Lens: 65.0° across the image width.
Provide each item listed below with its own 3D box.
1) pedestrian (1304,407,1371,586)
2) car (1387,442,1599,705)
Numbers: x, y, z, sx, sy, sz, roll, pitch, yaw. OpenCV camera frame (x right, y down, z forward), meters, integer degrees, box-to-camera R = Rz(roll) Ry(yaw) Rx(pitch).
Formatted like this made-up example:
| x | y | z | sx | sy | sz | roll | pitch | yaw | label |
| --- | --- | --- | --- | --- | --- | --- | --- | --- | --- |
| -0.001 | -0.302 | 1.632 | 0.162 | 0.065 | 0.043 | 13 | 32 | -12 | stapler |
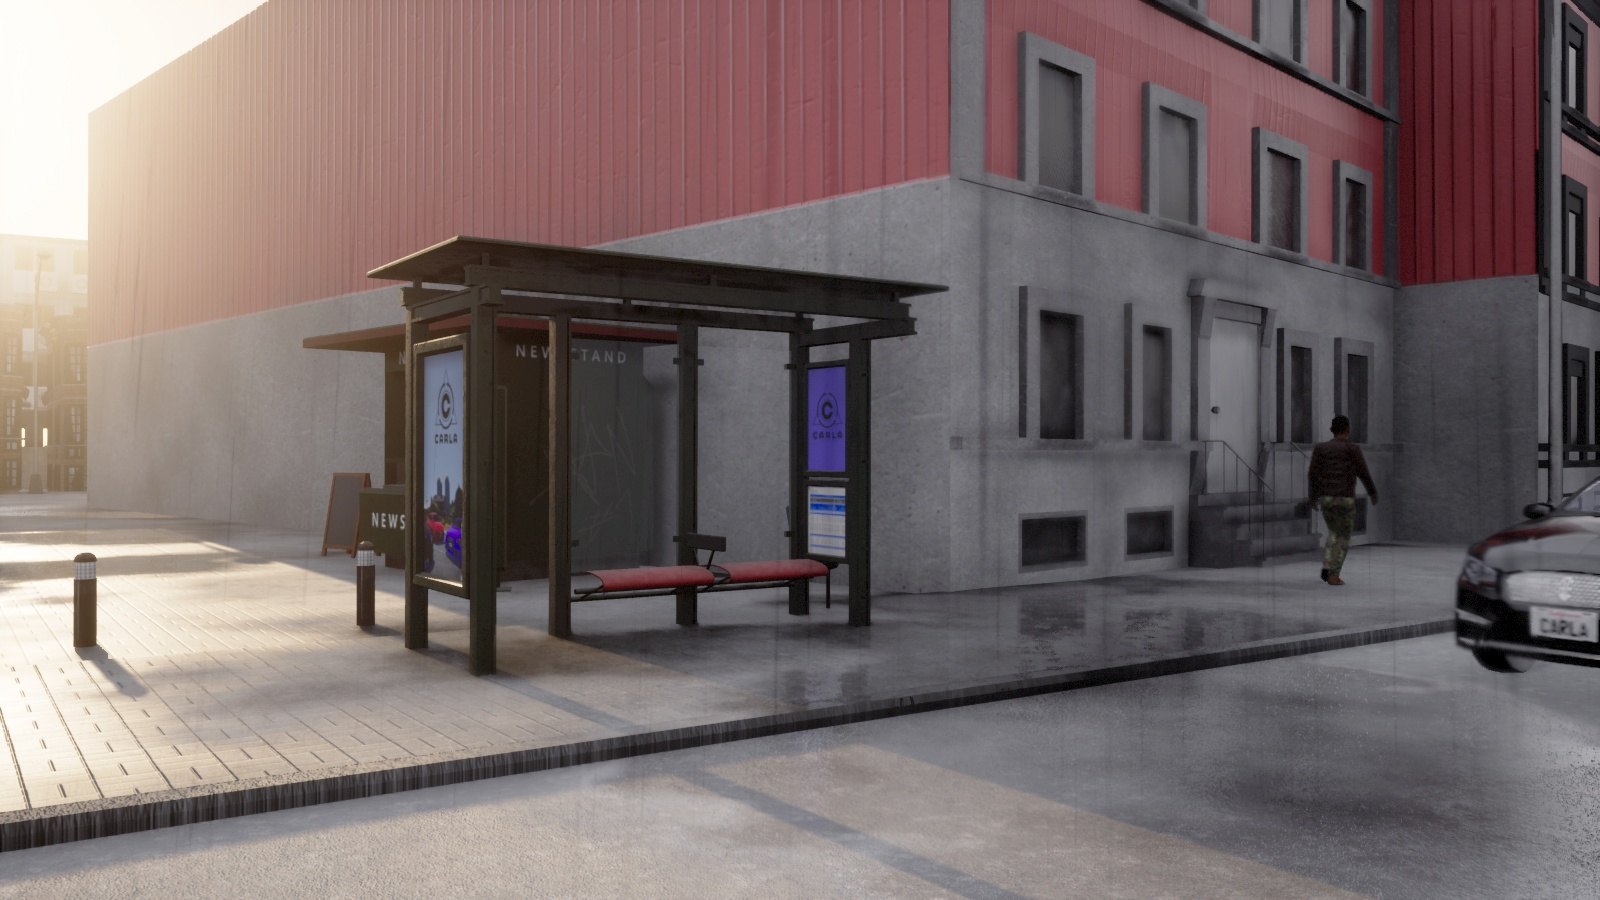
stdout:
| x | y | z | sx | sy | sz | roll | pitch | yaw | label |
| --- | --- | --- | --- | --- | --- | --- | --- | --- | --- |
| 5.704 | 0.475 | 13.321 | 0.431 | 1.840 | 0.703 | 0 | 0 | 43 | pedestrian |
| 6.486 | 0.709 | 8.787 | 4.902 | 1.511 | 2.128 | 0 | 0 | -35 | car |
